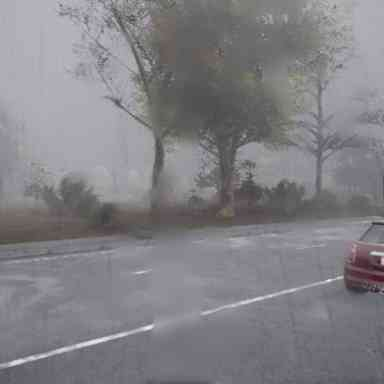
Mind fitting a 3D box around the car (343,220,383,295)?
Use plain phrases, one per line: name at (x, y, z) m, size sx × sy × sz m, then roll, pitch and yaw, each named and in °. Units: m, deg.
car at (5.495, 1.351, 7.506) m, size 4.553 × 1.767 × 2.097 m, roll 0°, pitch 0°, yaw -34°
